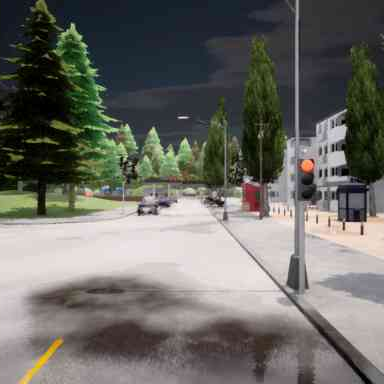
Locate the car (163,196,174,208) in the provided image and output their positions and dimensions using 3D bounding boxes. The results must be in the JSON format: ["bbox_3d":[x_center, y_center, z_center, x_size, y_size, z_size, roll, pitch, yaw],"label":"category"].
[{"bbox_3d":[-4.093,1.600,48.362,1.895,1.301,4.718,0,0,0],"label":"car"}]

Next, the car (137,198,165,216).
[{"bbox_3d":[-4.100,1.491,32.129,2.128,1.511,4.902,0,0,0],"label":"car"}]

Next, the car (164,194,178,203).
[{"bbox_3d":[-3.968,1.351,67.564,2.097,1.767,4.553,0,0,0],"label":"car"}]
